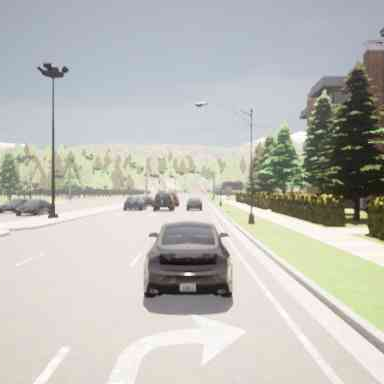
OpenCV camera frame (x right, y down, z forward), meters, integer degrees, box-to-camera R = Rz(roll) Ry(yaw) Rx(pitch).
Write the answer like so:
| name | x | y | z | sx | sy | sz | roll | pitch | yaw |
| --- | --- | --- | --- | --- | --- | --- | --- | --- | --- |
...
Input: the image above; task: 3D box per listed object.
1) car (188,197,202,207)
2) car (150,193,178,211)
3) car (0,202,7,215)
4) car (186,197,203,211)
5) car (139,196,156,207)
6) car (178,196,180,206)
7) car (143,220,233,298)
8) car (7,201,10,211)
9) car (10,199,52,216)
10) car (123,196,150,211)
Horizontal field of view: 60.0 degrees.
| name | x | y | z | sx | sy | sz | roll | pitch | yaw |
| --- | --- | --- | --- | --- | --- | --- | --- | --- | --- |
| car | 0.450 | 1.462 | 49.671 | 1.994 | 1.385 | 4.181 | 0 | 0 | 1 |
| car | -3.216 | 1.142 | 38.796 | 2.150 | 2.045 | 5.566 | 0 | 0 | 1 |
| car | -15.030 | 1.176 | 21.902 | 2.150 | 2.045 | 5.566 | 0 | 0 | 1 |
| car | 0.297 | 1.410 | 39.605 | 2.128 | 1.511 | 4.902 | 0 | 0 | 1 |
| car | -6.554 | 1.403 | 49.463 | 1.837 | 1.490 | 4.892 | 0 | 0 | 1 |
| car | -3.054 | 1.120 | 49.439 | 2.150 | 2.045 | 5.566 | 0 | 0 | 1 |
| car | -0.084 | 1.486 | 8.472 | 1.837 | 1.490 | 4.892 | 0 | 0 | 0 |
| car | -18.348 | 1.453 | 35.079 | 1.812 | 1.442 | 4.674 | 0 | 0 | 1 |
| car | -14.894 | 1.460 | 31.706 | 1.812 | 1.442 | 4.674 | 0 | 0 | 1 |
| car | -6.705 | 1.271 | 39.536 | 2.097 | 1.767 | 4.553 | 0 | 0 | 1 |
